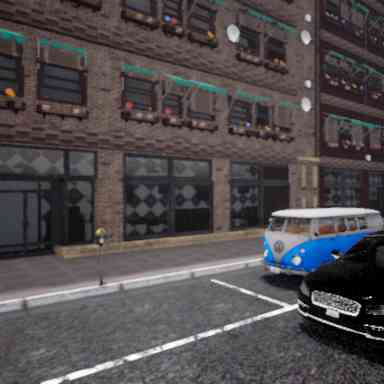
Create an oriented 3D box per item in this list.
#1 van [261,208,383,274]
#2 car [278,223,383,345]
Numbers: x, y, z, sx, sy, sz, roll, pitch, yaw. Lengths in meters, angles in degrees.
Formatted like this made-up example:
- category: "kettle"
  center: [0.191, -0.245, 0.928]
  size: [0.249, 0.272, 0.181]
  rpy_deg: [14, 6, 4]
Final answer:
- category: "van"
  center: [3.702, 1.351, 9.203]
  size: [3.998, 1.788, 1.690]
  rpy_deg: [0, 0, -36]
- category: "car"
  center: [4.007, 1.514, 6.213]
  size: [4.892, 1.490, 1.837]
  rpy_deg: [0, 0, -35]
